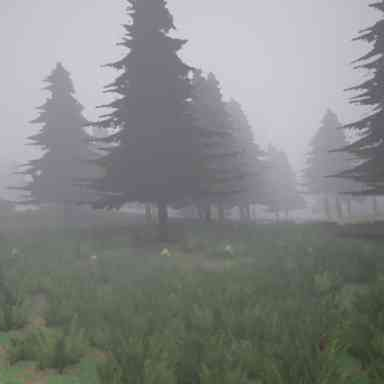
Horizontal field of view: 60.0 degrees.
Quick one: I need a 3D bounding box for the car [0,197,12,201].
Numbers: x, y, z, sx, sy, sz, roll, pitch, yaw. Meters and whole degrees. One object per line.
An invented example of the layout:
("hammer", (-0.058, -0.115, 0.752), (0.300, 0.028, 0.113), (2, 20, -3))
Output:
("car", (-18.192, 1.230, 31.134), (2.097, 1.767, 4.553), (-4, 1, -12))
